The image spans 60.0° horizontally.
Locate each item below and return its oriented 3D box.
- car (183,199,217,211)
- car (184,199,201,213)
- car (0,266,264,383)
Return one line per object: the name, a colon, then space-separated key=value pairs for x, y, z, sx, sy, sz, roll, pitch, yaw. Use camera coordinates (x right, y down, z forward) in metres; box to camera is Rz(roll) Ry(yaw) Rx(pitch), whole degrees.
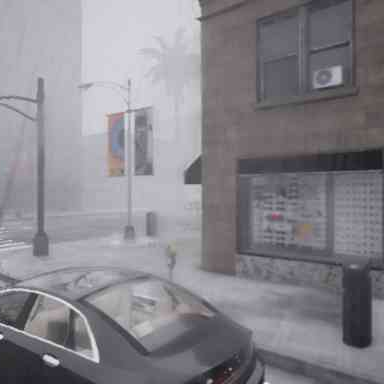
car: x=1.166 y=1.714 z=45.562 sx=2.033 sy=1.411 sz=5.357 roll=0 pitch=0 yaw=35
car: x=0.985 y=1.637 z=39.668 sx=2.128 sy=1.511 sz=4.902 roll=0 pitch=0 yaw=35
car: x=-1.384 y=1.564 z=3.830 sx=4.403 sy=1.369 sz=2.008 roll=0 pitch=0 yaw=35
